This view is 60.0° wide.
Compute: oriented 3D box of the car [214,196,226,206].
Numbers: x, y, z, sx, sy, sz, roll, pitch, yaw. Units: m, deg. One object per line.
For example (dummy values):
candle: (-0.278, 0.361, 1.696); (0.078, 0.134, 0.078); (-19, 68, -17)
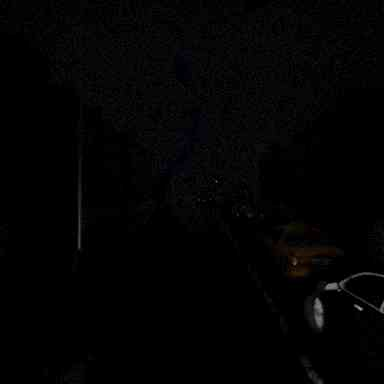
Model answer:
car: (4.627, 1.450, 55.080); (1.752, 1.417, 4.829); (1, 0, 2)

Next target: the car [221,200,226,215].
car: (3.581, 1.531, 26.557); (1.802, 1.307, 4.206); (1, 0, 2)

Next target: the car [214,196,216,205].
car: (4.204, 1.511, 43.569); (1.802, 1.307, 4.206); (1, 0, 2)

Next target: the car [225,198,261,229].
car: (3.375, 1.400, 20.886); (1.967, 1.590, 4.097); (1, 0, 2)

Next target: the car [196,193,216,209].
car: (1.678, 1.138, 44.086); (2.150, 2.045, 5.566); (0, 0, 2)

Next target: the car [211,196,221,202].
car: (5.243, 1.495, 71.921); (1.947, 1.339, 4.313); (1, 0, 2)

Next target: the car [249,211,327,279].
car: (2.964, 1.511, 9.715); (1.752, 1.417, 4.829); (1, 0, 2)

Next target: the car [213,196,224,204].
car: (4.828, 1.469, 60.581); (1.887, 1.381, 4.507); (1, 0, 2)

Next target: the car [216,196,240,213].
car: (3.792, 1.255, 32.227); (2.192, 1.841, 5.009); (1, 0, 2)

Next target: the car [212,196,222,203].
car: (5.035, 1.507, 66.251); (1.802, 1.307, 4.206); (1, 0, 2)

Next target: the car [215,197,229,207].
car: (4.412, 1.508, 49.239); (1.802, 1.307, 4.206); (1, 0, 2)

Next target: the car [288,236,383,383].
car: (2.750, 1.554, 3.874); (2.008, 1.369, 4.403); (1, 0, 2)

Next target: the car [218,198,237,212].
car: (4.003, 1.459, 38.068); (1.752, 1.417, 4.829); (1, 0, 2)
